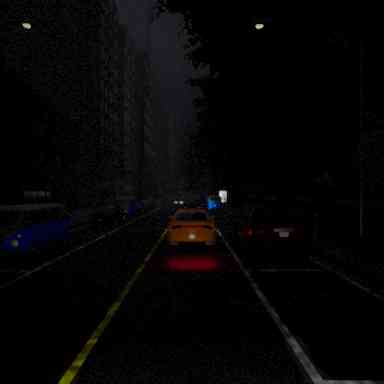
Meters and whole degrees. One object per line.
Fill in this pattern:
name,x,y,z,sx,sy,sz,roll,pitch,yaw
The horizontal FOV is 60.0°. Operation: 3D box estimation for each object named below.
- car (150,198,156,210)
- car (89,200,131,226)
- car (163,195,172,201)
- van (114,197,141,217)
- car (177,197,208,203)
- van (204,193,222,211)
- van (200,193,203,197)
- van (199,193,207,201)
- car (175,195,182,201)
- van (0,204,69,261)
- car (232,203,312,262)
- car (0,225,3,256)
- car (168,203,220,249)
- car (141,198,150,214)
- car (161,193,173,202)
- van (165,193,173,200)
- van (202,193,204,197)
car,-5.855,1.555,40.286,1.802,1.307,4.206,0,0,0
car,-5.855,1.535,23.304,1.887,1.381,4.507,0,0,0
car,-5.854,1.439,79.909,1.887,1.381,4.507,0,0,0
van,-5.855,1.326,28.965,1.690,1.788,3.998,0,0,0
car,0.000,1.481,29.649,2.128,1.511,4.902,0,0,0
van,2.670,1.314,40.313,1.690,1.788,3.998,0,0,0
van,2.672,1.250,74.260,1.690,1.788,3.998,0,0,0
van,2.673,1.236,79.918,1.690,1.788,3.998,0,0,0
car,-3.000,1.386,76.710,2.033,1.411,5.357,0,0,0
van,-5.855,1.337,11.983,1.690,1.788,3.998,0,0,0
car,2.669,1.311,12.023,2.192,1.841,5.009,0,0,0
car,-5.856,1.564,6.323,1.947,1.339,4.313,0,0,0
car,0.000,1.481,14.650,1.882,1.535,5.008,0,0,0
car,-5.855,1.561,34.625,1.802,1.307,4.206,0,0,0
car,-5.854,1.475,74.249,1.947,1.339,4.313,0,0,0
van,-5.853,1.220,85.569,1.690,1.788,3.998,0,0,0
van,2.671,1.307,45.971,1.690,1.788,3.998,0,0,0
